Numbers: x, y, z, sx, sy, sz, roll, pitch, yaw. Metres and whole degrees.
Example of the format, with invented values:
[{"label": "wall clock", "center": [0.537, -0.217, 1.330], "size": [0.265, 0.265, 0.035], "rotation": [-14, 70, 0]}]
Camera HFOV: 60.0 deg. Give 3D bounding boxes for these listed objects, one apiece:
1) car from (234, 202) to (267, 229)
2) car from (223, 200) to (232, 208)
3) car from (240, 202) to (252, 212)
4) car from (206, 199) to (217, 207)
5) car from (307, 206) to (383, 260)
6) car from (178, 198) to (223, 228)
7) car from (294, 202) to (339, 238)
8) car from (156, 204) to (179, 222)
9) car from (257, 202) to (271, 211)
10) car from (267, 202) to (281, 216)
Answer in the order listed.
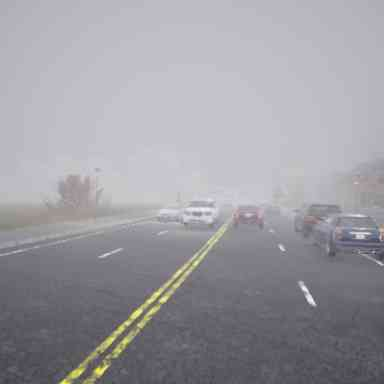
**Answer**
[{"label": "car", "center": [4.351, 1.748, 25.622], "size": [2.097, 1.767, 4.553], "rotation": [2, -1, 10]}, {"label": "car", "center": [6.865, 2.386, 65.879], "size": [1.882, 1.535, 5.008], "rotation": [2, 0, 7]}, {"label": "car", "center": [8.632, 2.351, 53.618], "size": [1.812, 1.442, 4.674], "rotation": [2, -1, 8]}, {"label": "car", "center": [4.080, 2.326, 69.830], "size": [1.882, 1.535, 5.008], "rotation": [2, -1, 7]}, {"label": "car", "center": [6.583, 1.696, 14.353], "size": [2.097, 1.767, 4.553], "rotation": [2, -1, 10]}, {"label": "car", "center": [0.805, 1.510, 25.280], "size": [2.150, 2.045, 5.566], "rotation": [2, -1, 10]}, {"label": "car", "center": [7.654, 1.663, 20.358], "size": [2.150, 2.045, 5.566], "rotation": [2, -1, 10]}, {"label": "car", "center": [-1.776, 1.782, 29.555], "size": [1.812, 1.442, 4.674], "rotation": [2, -1, 10]}, {"label": "car", "center": [12.327, 2.477, 57.323], "size": [1.837, 1.490, 4.892], "rotation": [2, -1, 8]}, {"label": "car", "center": [10.434, 2.259, 43.495], "size": [2.128, 1.511, 4.902], "rotation": [2, -1, 9]}]
